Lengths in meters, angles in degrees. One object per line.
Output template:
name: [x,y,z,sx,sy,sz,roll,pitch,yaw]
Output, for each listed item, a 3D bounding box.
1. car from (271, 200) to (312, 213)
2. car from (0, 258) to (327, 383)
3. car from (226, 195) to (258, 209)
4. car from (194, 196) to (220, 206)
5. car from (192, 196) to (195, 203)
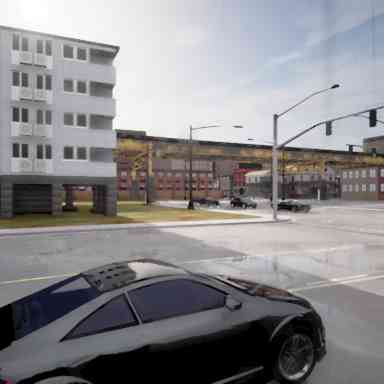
car: [11.070,1.596,37.291,1.895,1.301,4.718,0,0,-26]
car: [-0.346,1.564,4.078,4.181,1.385,1.994,0,0,-30]
car: [7.052,1.499,45.763,1.837,1.490,4.892,0,0,-25]
car: [2.705,1.542,55.301,2.033,1.411,5.357,0,0,-21]
car: [0.742,1.541,65.788,2.033,1.411,5.357,0,0,3]
